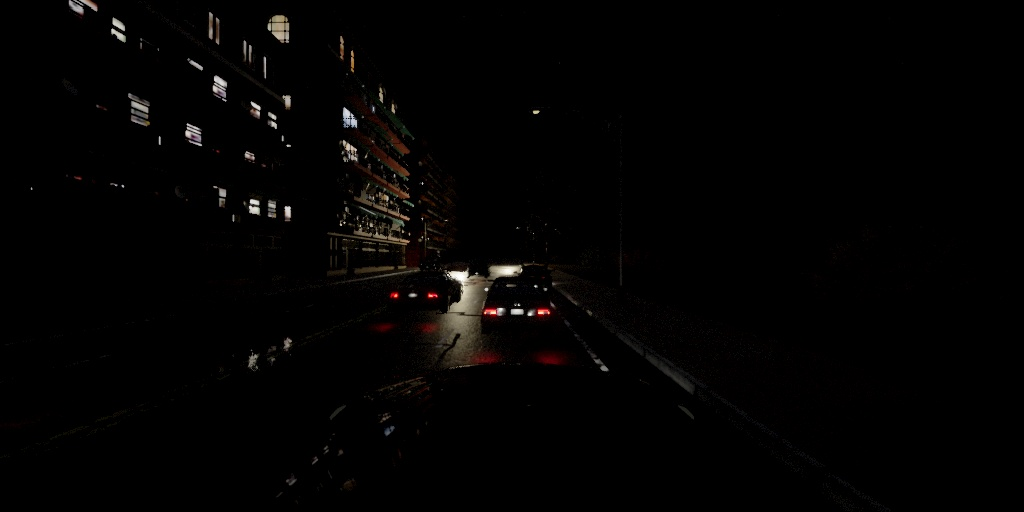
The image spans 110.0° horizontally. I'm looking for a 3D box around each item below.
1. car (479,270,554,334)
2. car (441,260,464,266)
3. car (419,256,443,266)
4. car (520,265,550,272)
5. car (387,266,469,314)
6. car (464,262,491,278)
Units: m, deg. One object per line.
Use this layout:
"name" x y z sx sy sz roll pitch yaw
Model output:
"car" 0.117 1.299 10.551 2.033 1.411 5.357 0 0 0
"car" -6.527 1.351 41.788 1.895 1.301 4.718 0 0 0
"car" -9.772 0.972 44.248 2.150 2.045 5.566 0 0 0
"car" 1.171 1.257 20.240 1.837 1.490 4.892 0 0 0
"car" -3.130 1.298 13.855 2.033 1.411 5.357 0 0 0
"car" -3.091 1.258 33.980 1.837 1.490 4.892 0 1 0
